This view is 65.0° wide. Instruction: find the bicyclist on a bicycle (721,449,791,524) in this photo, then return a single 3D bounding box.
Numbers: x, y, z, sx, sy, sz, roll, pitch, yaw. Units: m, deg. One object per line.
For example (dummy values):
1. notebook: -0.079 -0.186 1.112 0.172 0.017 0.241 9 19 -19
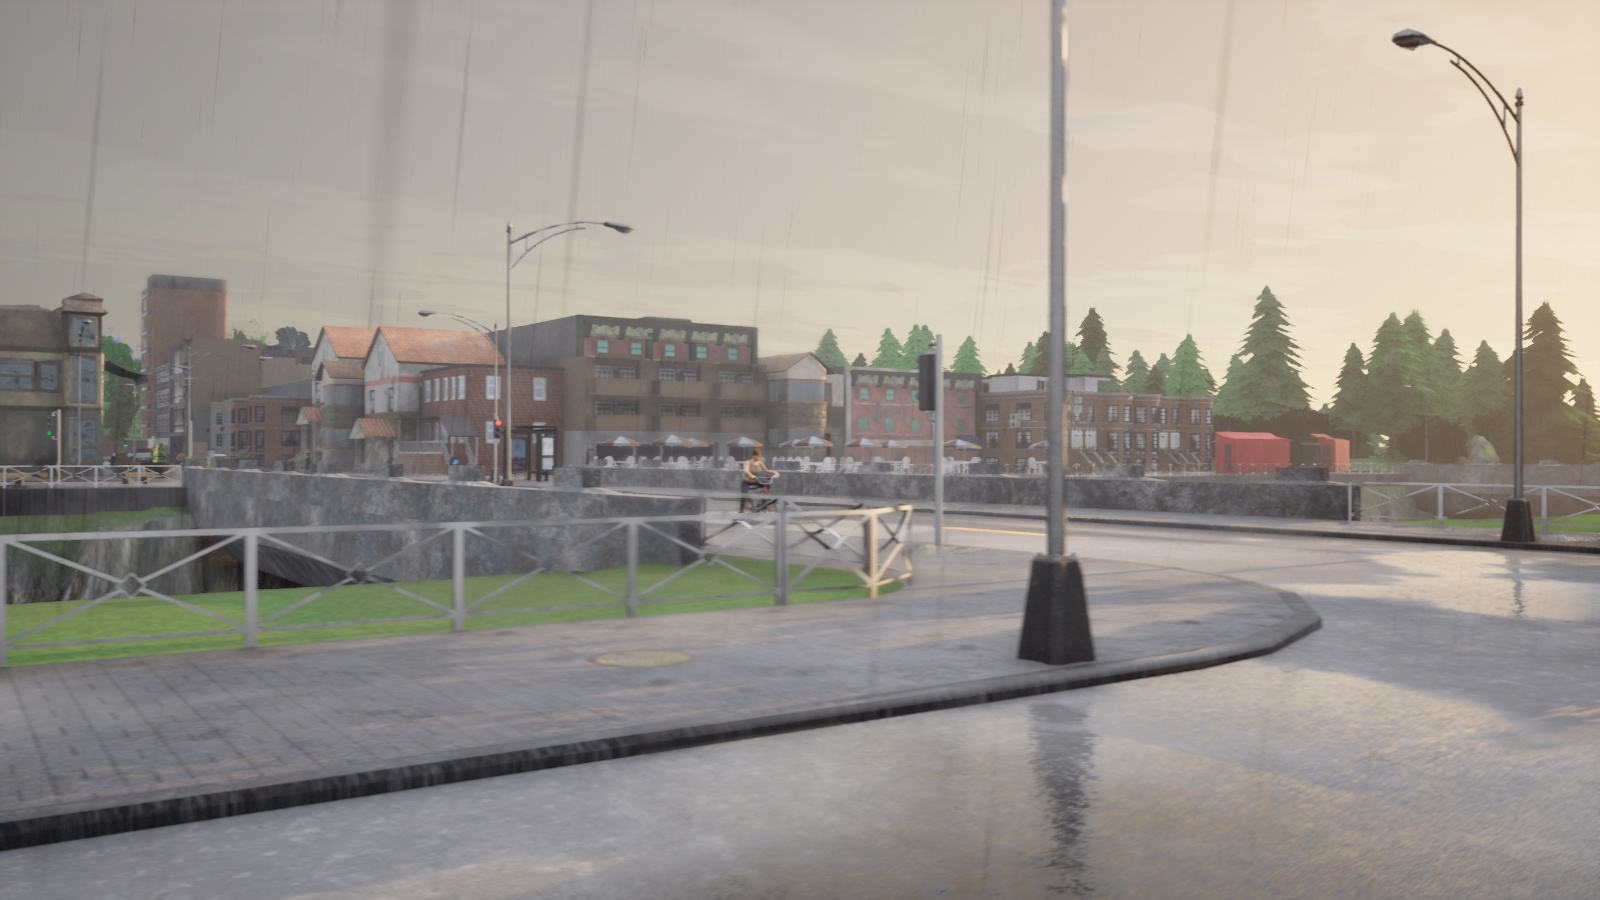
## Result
1. bicyclist on a bicycle: -0.969 0.778 27.633 0.866 1.612 1.509 0 0 -34
